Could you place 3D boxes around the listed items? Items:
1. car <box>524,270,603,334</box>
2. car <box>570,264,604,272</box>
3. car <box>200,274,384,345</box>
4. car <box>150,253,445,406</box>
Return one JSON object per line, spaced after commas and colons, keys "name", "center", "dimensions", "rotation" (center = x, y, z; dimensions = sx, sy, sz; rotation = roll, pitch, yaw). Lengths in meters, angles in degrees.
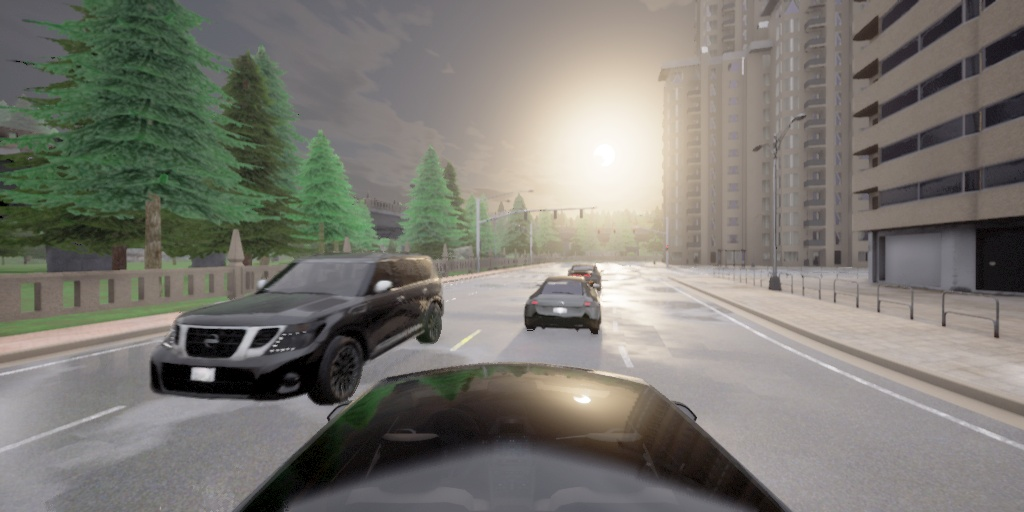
{"name": "car", "center": [1.624, 1.285, 10.684], "dimensions": [1.994, 1.385, 4.181], "rotation": [0, 0, 13]}
{"name": "car", "center": [4.242, 1.193, 20.842], "dimensions": [1.837, 1.490, 4.892], "rotation": [0, 0, 15]}
{"name": "car", "center": [-5.889, 1.324, 10.497], "dimensions": [1.895, 1.301, 4.718], "rotation": [0, 0, 11]}
{"name": "car", "center": [-3.016, 0.956, 6.713], "dimensions": [2.150, 2.045, 5.566], "rotation": [0, 0, 9]}
